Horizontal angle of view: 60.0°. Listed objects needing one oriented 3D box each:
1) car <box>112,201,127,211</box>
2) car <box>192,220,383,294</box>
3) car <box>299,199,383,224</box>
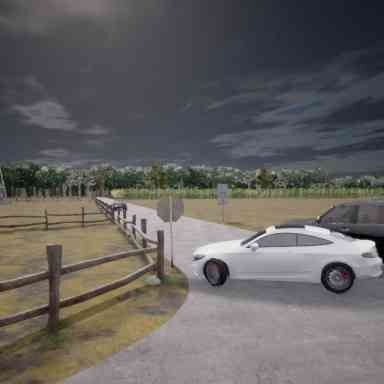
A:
[{"bbox_3d":[-10.795,1.979,49.473,2.033,1.411,5.357,-2,0,-18],"label":"car"},{"bbox_3d":[2.299,1.612,8.708,4.674,1.442,1.812,-2,0,17],"label":"car"},{"bbox_3d":[5.103,1.225,9.799,2.150,2.045,5.566,-2,0,-40],"label":"car"}]
